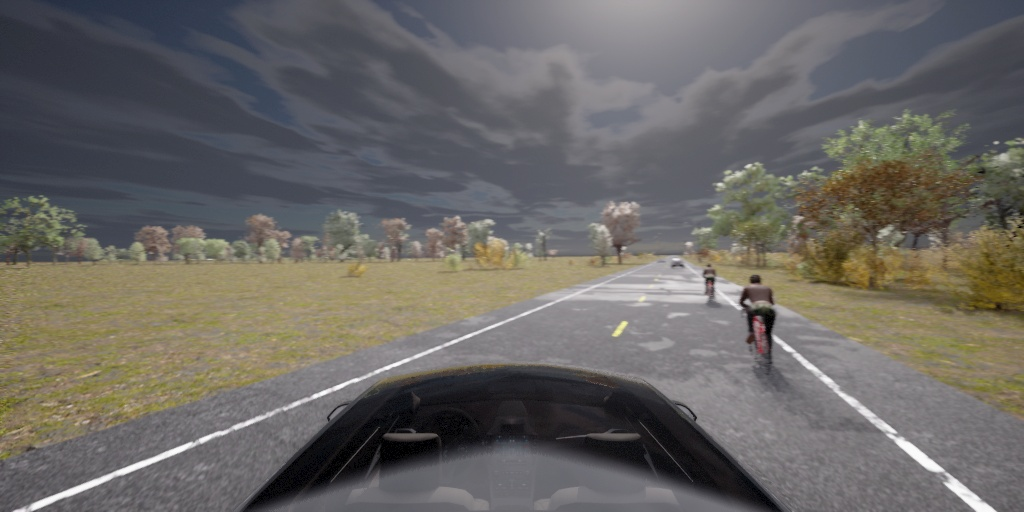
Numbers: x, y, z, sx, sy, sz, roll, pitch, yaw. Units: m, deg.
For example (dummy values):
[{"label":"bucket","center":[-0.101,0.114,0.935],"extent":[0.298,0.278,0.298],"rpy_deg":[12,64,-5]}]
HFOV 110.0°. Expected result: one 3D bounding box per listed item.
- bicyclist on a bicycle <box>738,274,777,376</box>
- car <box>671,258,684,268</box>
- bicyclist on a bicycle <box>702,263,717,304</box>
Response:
[{"label":"bicyclist on a bicycle","center":[4.340,1.150,6.323],"extent":[0.582,1.620,1.656],"rpy_deg":[-1,-1,24]},{"label":"car","center":[25.975,1.216,56.257],"extent":[1.895,1.301,4.718],"rpy_deg":[-1,-1,24]},{"label":"bicyclist on a bicycle","center":[8.232,1.133,14.930],"extent":[0.582,1.620,1.656],"rpy_deg":[-1,-1,24]}]
